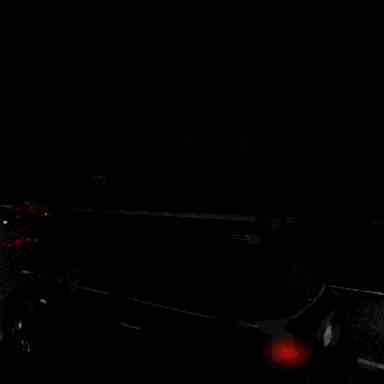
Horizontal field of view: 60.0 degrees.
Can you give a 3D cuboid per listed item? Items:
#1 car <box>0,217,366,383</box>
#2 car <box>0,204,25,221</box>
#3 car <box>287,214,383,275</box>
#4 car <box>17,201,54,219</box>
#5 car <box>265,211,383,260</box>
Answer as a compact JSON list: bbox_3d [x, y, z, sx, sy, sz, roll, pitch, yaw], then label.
[{"bbox_3d":[-0.471,1.352,4.324,4.553,1.767,2.097,0,0,35],"label":"car"},{"bbox_3d":[-13.475,1.601,22.182,4.718,1.301,1.895,0,0,35],"label":"car"},{"bbox_3d":[4.309,1.478,9.515,5.008,1.535,1.882,0,0,35],"label":"car"},{"bbox_3d":[-12.823,1.478,26.014,5.008,1.535,1.882,0,0,35],"label":"car"},{"bbox_3d":[5.248,1.564,13.140,4.181,1.385,1.994,0,0,35],"label":"car"}]
